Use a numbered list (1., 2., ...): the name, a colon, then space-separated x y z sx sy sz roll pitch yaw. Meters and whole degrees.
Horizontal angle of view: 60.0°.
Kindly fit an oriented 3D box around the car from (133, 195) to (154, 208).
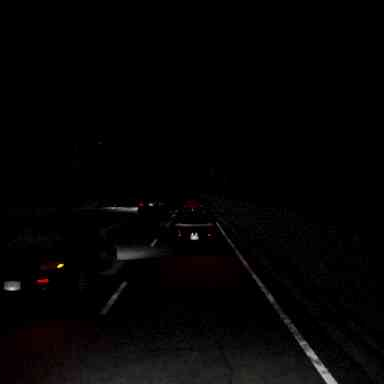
1. car: -6.555 1.231 45.316 2.128 1.511 4.902 0 0 0

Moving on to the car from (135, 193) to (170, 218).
1. car: -3.144 1.059 28.152 2.150 2.045 5.566 0 1 0

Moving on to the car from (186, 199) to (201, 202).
1. car: 0.112 1.345 31.043 1.812 1.442 4.674 0 1 0

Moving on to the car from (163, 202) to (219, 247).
1. car: 0.099 1.407 14.467 2.128 1.511 4.902 0 0 0

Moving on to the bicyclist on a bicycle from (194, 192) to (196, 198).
1. bicyclist on a bicycle: 0.949 0.912 95.464 0.582 1.620 1.656 0 0 0

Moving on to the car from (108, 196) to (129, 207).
1. car: -9.810 1.290 44.816 2.033 1.411 5.357 0 0 0

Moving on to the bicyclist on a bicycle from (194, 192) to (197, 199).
1. bicyclist on a bicycle: 0.940 0.949 86.461 0.866 1.612 1.509 0 0 0

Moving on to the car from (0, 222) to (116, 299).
1. car: -3.203 1.476 8.213 1.812 1.442 4.674 0 1 0
